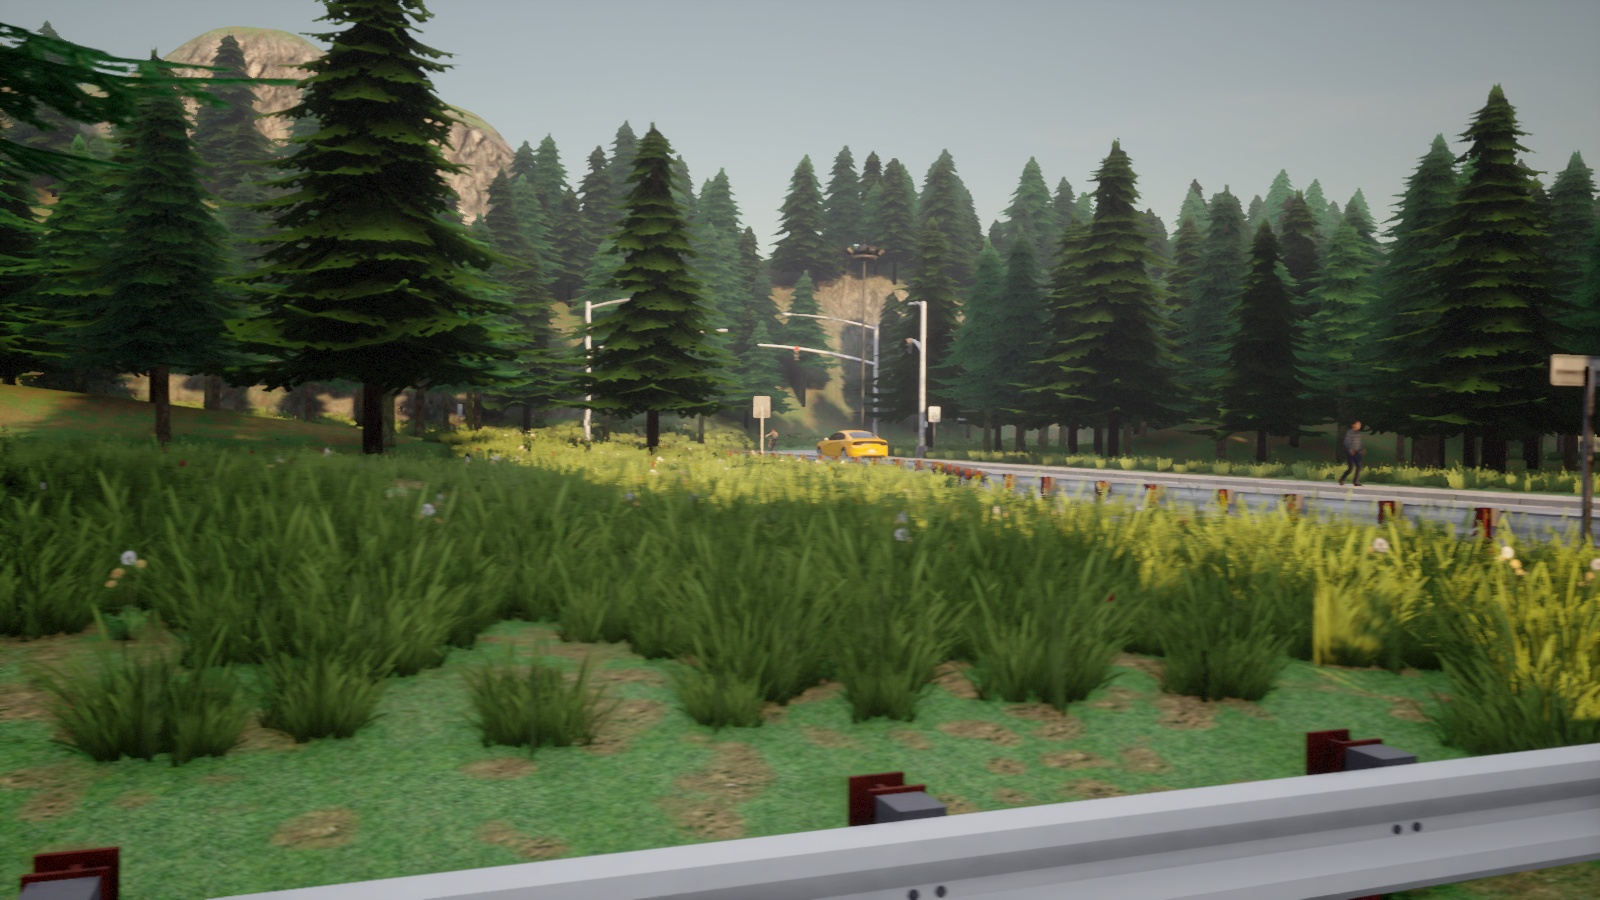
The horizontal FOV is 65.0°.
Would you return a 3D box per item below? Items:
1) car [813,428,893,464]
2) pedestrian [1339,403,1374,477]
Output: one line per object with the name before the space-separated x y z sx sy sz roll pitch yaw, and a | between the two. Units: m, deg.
car | 2.325 -0.201 56.798 1.882 1.535 5.008 -1 1 -20
pedestrian | 14.905 -0.276 33.670 0.423 1.949 0.788 -1 1 -20
